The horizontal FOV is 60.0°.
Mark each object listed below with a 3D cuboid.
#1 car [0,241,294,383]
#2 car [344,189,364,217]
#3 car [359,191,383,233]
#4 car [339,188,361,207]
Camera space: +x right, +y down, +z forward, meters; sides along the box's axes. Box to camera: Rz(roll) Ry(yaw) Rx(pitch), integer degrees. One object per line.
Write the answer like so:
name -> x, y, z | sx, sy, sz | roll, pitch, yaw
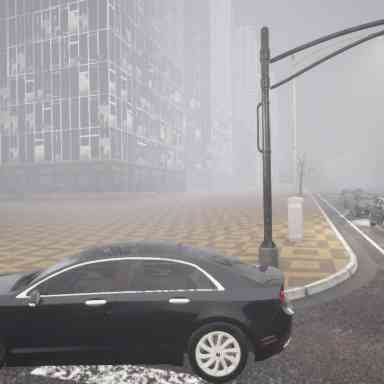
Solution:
car -> -1.085, 1.505, 4.775 | 4.892, 1.490, 1.837 | 0, 0, 0
car -> 11.037, 0.759, 20.718 | 1.994, 1.385, 4.181 | -1, 2, 17
car -> 8.995, 0.928, 14.422 | 2.128, 1.511, 4.902 | -1, 2, 18
car -> 13.025, 0.453, 26.784 | 2.128, 1.511, 4.902 | -1, 2, 18
